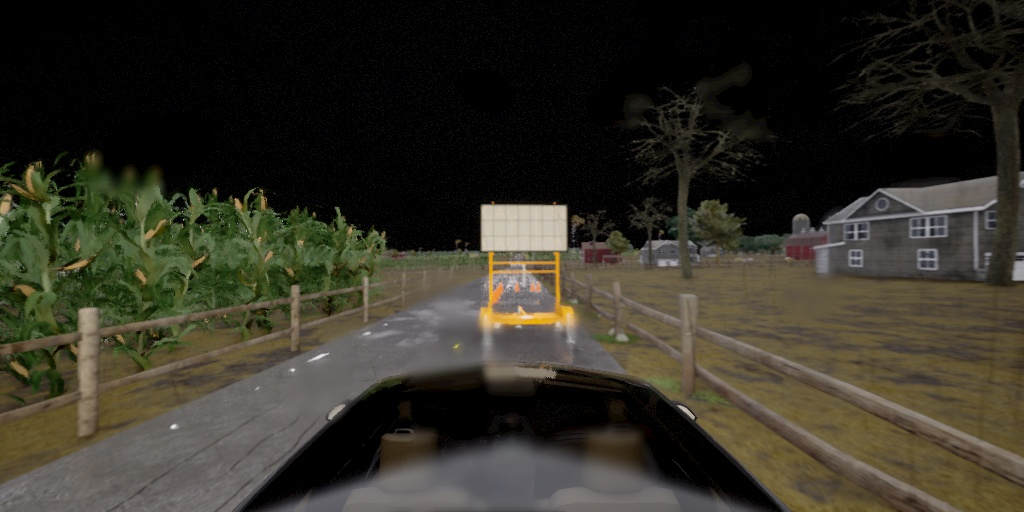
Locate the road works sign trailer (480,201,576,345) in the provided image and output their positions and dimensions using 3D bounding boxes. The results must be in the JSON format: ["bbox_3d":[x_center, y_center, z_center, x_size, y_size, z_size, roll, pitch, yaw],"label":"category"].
[{"bbox_3d":[0.334,0.308,9.853,2.380,3.560,2.880,0,0,-4],"label":"road works sign trailer"}]
